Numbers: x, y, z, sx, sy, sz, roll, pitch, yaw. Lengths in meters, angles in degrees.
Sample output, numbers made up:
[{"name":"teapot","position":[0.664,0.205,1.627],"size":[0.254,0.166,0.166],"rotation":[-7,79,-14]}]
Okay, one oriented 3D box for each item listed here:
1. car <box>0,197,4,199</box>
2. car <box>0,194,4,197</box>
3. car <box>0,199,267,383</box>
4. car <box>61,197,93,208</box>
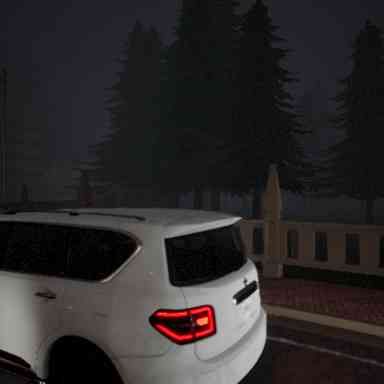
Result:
[{"name":"car","position":[-19.832,1.581,36.021],"size":[1.812,1.442,4.674],"rotation":[0,0,22]},{"name":"car","position":[-23.301,1.278,36.788],"size":[2.150,2.045,5.566],"rotation":[0,0,22]},{"name":"car","position":[-1.809,1.222,4.582],"size":[5.566,2.045,2.150],"rotation":[0,0,29]},{"name":"car","position":[-17.598,1.533,51.136],"size":[1.882,1.535,5.008],"rotation":[0,1,22]}]
